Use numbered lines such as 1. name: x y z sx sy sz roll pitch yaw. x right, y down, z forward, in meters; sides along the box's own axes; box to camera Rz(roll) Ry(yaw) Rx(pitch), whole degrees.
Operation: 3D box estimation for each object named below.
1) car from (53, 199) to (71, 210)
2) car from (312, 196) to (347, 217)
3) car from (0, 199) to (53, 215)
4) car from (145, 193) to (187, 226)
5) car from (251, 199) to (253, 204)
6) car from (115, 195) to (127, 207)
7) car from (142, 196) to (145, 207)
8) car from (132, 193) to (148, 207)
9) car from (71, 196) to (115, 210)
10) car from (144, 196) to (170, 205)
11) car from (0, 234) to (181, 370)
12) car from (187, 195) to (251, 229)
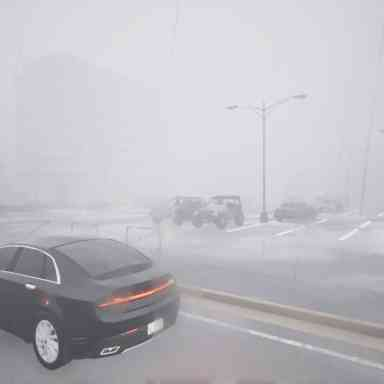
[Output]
1. car: -17.161 1.547 41.507 2.033 1.411 5.357 0 0 34
2. car: 13.761 1.395 33.160 1.970 1.475 3.806 0 0 34
3. car: -17.489 1.601 34.753 1.895 1.301 4.718 0 0 34
4. car: -0.650 1.153 21.896 1.932 1.855 4.605 0 0 34
5. car: 9.855 1.505 62.469 1.837 1.490 4.892 0 0 34
6. car: -11.824 1.352 49.424 2.097 1.767 4.553 0 0 34
7. car: -4.512 1.601 47.397 1.895 1.301 4.718 0 0 34
8. car: -6.600 1.221 50.875 2.150 2.045 5.566 0 0 34
9. car: -12.487 1.526 42.164 1.812 1.442 4.674 0 0 34
10. car: -6.044 1.526 57.934 1.812 1.442 4.674 0 0 35
11. car: -2.448 1.505 5.747 4.892 1.490 1.837 0 0 36
12. car: 1.714 1.156 20.226 1.905 1.878 3.866 0 0 34
